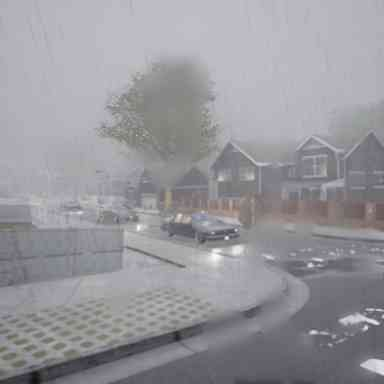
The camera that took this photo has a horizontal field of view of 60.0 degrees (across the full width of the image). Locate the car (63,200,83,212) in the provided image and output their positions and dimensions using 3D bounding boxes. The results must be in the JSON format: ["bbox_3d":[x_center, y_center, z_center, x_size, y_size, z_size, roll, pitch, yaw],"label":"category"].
[{"bbox_3d":[-15.777,1.761,43.831,2.033,1.411,5.357,-2,1,-29],"label":"car"}]

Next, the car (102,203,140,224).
[{"bbox_3d":[-5.853,1.694,26.974,1.837,1.490,4.892,-2,1,-32],"label":"car"}]

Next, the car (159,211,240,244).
[{"bbox_3d":[0.171,1.739,17.542,2.033,1.411,5.357,-2,1,-32],"label":"car"}]
